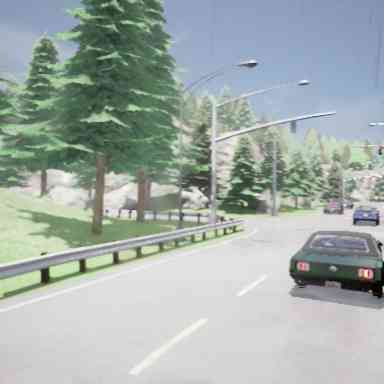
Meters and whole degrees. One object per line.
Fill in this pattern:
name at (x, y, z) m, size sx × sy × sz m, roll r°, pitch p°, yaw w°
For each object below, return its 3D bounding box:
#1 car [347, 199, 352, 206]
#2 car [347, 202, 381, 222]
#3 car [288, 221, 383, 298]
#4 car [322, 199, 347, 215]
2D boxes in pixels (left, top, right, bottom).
car at (24.631, 1.936, 53.088) m, size 2.128 × 1.511 × 4.902 m, roll 0°, pitch 0°, yaw 30°
car at (14.043, 1.796, 26.758) m, size 2.033 × 1.411 × 5.357 m, roll 1°, pitch 0°, yaw 29°
car at (4.030, 1.675, 8.890) m, size 1.895 × 1.301 × 4.718 m, roll 0°, pitch 0°, yaw 29°
car at (16.542, 1.837, 38.749) m, size 1.812 × 1.442 × 4.674 m, roll 0°, pitch 0°, yaw 29°
